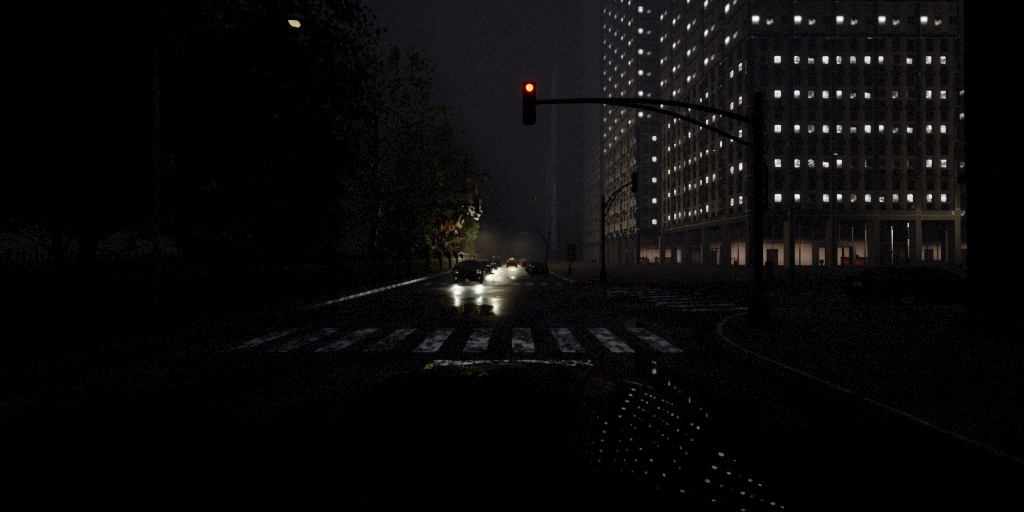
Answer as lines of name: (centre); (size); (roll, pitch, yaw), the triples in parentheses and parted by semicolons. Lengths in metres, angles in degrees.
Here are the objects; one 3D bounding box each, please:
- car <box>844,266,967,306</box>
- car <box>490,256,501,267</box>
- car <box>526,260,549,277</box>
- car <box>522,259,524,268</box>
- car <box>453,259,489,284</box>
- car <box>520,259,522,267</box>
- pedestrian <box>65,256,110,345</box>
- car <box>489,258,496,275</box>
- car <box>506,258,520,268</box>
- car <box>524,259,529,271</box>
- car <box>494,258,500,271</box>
car: (14.681, 1.026, 13.062); (4.313, 1.339, 1.948); (0, 0, 0)
car: (-3.058, 1.014, 63.913); (2.150, 2.045, 5.566); (0, 0, 0)
car: (2.679, 1.330, 35.642); (1.948, 1.339, 4.313); (0, 0, 0)
car: (2.676, 1.339, 46.907); (1.948, 1.339, 4.313); (0, 0, 0)
car: (-3.107, 1.111, 27.024); (2.097, 1.767, 4.553); (0, 0, 0)
car: (2.673, 1.337, 63.804); (1.888, 1.381, 4.507); (0, 0, 0)
pedestrian: (-8.867, 0.892, 7.492); (0.375, 1.860, 0.375); (0, 0, 0)
car: (-3.107, 1.272, 38.908); (1.837, 1.490, 4.892); (0, 0, 0)
car: (-0.017, 1.267, 62.094); (1.882, 1.535, 5.008); (0, 0, 0)
car: (2.678, 1.334, 41.274); (1.948, 1.339, 4.313); (0, 0, 0)
car: (-3.108, 1.341, 51.064); (1.994, 1.385, 4.181); (0, 0, 0)
